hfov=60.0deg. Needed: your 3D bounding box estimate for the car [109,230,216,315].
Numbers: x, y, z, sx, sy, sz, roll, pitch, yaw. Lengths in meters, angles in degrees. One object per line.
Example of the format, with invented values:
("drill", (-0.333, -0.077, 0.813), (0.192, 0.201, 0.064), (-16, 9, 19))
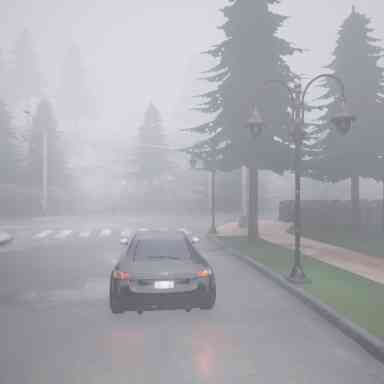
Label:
("car", (-0.725, 1.564, 7.709), (1.994, 1.385, 4.181), (0, 0, -7))
